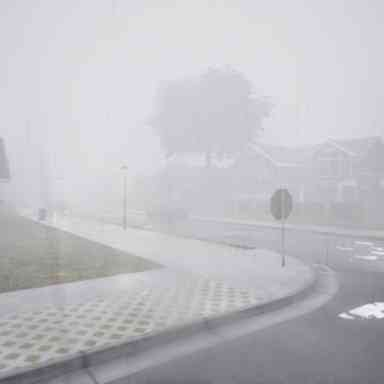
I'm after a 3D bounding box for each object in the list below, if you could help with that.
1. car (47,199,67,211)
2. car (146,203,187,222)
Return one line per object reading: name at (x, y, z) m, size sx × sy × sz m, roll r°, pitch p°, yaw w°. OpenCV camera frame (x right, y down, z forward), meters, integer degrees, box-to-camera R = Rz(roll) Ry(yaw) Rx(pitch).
car at (-18.994, 1.803, 46.680) m, size 1.837 × 1.490 × 4.892 m, roll 0°, pitch 0°, yaw -35°
car at (-2.138, 1.653, 27.410) m, size 1.812 × 1.442 × 4.674 m, roll 0°, pitch 0°, yaw -34°
